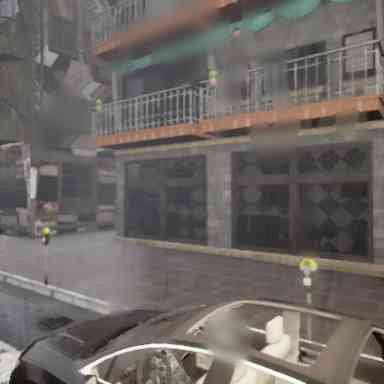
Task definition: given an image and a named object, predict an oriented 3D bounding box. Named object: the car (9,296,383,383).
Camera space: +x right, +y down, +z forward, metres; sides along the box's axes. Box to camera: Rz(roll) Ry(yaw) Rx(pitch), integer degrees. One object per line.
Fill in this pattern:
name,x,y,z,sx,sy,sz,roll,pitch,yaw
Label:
car,0.320,1.545,2.502,4.403,1.369,2.008,0,0,35
